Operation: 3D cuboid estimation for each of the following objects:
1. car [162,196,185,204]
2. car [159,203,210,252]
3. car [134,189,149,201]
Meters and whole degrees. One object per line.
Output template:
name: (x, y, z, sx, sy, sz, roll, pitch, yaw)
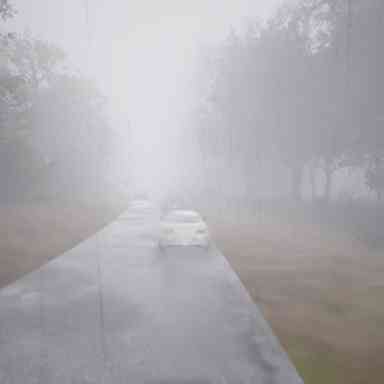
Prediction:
car: (-1.569, 1.031, 28.360, 1.994, 1.385, 4.181, 1, 2, -6)
car: (-0.338, 1.428, 13.401, 1.812, 1.442, 4.674, 0, 1, -3)
car: (-6.624, 0.318, 43.248, 2.033, 1.411, 5.357, 1, 2, -10)
